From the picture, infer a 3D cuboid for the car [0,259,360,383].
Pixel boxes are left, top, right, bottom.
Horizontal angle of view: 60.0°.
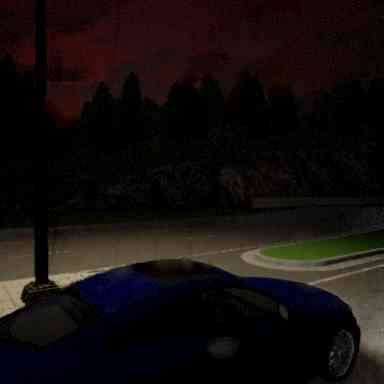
[{"bbox_3d":[-0.029,1.518,3.721,4.674,1.442,1.812,0,0,-35],"label":"car"}]
